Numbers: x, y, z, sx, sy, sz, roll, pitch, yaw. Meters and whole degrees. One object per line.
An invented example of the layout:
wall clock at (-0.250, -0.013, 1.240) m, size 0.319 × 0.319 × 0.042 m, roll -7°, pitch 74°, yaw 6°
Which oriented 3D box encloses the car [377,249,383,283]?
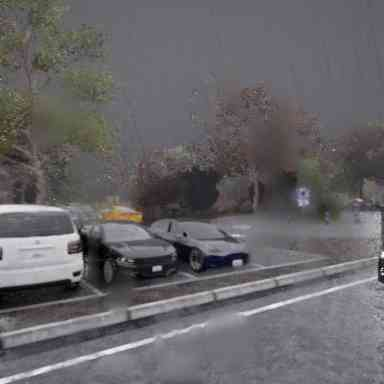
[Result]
car at (6.711, 1.479, 8.470) m, size 4.553 × 1.767 × 2.097 m, roll 1°, pitch -1°, yaw -35°

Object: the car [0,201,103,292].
car at (-4.577, 1.331, 8.736) m, size 2.435 × 2.045 × 5.566 m, roll 1°, pitch -1°, yaw -35°

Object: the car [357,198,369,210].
car at (18.851, 1.462, 41.445) m, size 2.002 × 1.452 × 4.674 m, roll 1°, pitch 0°, yaw -35°

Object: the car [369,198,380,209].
car at (21.131, 1.489, 43.043) m, size 2.002 × 1.452 × 4.674 m, roll 1°, pitch 0°, yaw -35°

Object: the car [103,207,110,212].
car at (-7.651, 1.544, 22.561) m, size 2.185 × 1.767 × 4.553 m, roll 1°, pitch -1°, yaw -35°

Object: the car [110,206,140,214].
car at (-5.364, 1.717, 24.122) m, size 2.097 × 1.535 × 5.008 m, roll 1°, pitch -1°, yaw -35°

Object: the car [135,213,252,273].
car at (-0.003, 1.707, 11.875) m, size 2.163 × 1.488 × 4.792 m, roll 1°, pitch -1°, yaw -35°

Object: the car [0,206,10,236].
car at (-12.066, 1.617, 19.421) m, size 2.002 × 1.452 × 4.674 m, roll 1°, pitch -1°, yaw -35°

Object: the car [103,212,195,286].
car at (-2.295, 1.629, 10.309) m, size 2.097 × 1.535 × 5.008 m, roll 1°, pitch -1°, yaw -35°

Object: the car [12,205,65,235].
car at (-9.784, 1.654, 20.991) m, size 2.163 × 1.488 × 4.792 m, roll 1°, pitch -1°, yaw -35°

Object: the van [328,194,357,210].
van at (16.737, 1.172, 39.807) m, size 1.878 × 1.987 × 4.442 m, roll 1°, pitch 0°, yaw -35°
